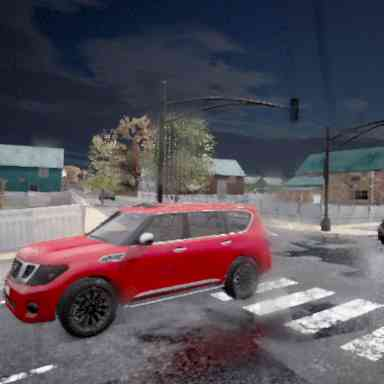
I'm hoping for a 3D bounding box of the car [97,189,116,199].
[{"bbox_3d":[-14.317,0.485,56.350,2.150,2.045,5.566,2,0,-21],"label":"car"}]

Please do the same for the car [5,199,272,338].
[{"bbox_3d":[-0.732,1.261,7.008,5.566,2.045,2.150,1,0,-35],"label":"car"}]

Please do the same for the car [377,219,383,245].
[{"bbox_3d":[10.601,1.417,14.875,5.566,2.045,2.150,1,0,-34],"label":"car"}]
